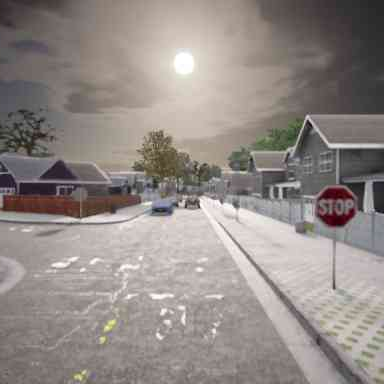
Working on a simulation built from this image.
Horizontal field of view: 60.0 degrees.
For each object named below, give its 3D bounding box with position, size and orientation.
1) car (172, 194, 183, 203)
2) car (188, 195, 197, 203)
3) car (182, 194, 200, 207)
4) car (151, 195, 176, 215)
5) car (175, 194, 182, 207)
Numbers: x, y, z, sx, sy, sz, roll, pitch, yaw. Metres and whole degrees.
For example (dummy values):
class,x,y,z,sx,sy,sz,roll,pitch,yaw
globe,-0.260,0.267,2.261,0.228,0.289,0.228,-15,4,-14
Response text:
class,x,y,z,sx,sy,sz,roll,pitch,yaw
car,-2.793,1.210,65.139,2.097,1.767,4.553,0,0,0
car,0.056,1.371,66.479,1.812,1.442,4.674,0,0,0
car,0.069,1.214,47.903,2.097,1.767,4.553,0,0,0
car,-2.864,1.367,32.824,1.882,1.535,5.008,0,0,0
car,-2.862,1.341,47.004,1.882,1.535,5.008,0,1,0
